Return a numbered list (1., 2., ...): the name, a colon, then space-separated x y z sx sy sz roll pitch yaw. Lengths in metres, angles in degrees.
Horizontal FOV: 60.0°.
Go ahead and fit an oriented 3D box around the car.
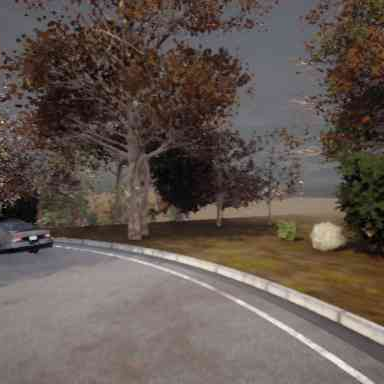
1. car: -7.771 1.719 12.975 5.357 1.411 2.033 -1 0 30
